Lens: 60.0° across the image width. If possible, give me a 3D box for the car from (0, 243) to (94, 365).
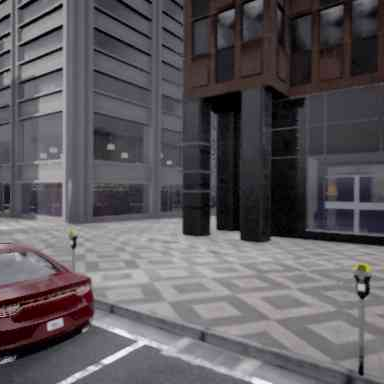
[{"bbox_3d":[-3.535,1.521,5.481,4.507,1.381,1.887,0,0,35],"label":"car"}]
